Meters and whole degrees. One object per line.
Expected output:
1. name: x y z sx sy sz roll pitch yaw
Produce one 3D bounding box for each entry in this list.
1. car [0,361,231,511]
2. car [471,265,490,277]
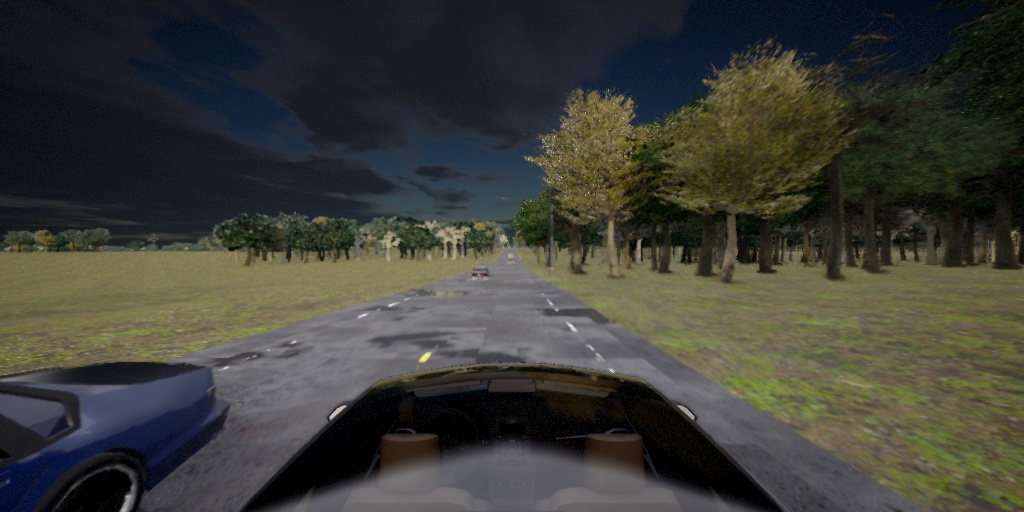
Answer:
1. car: -3.600 1.292 0.999 2.033 1.411 5.357 0 -1 0
2. car: -3.578 1.716 41.856 2.033 1.411 5.357 0 -1 0
